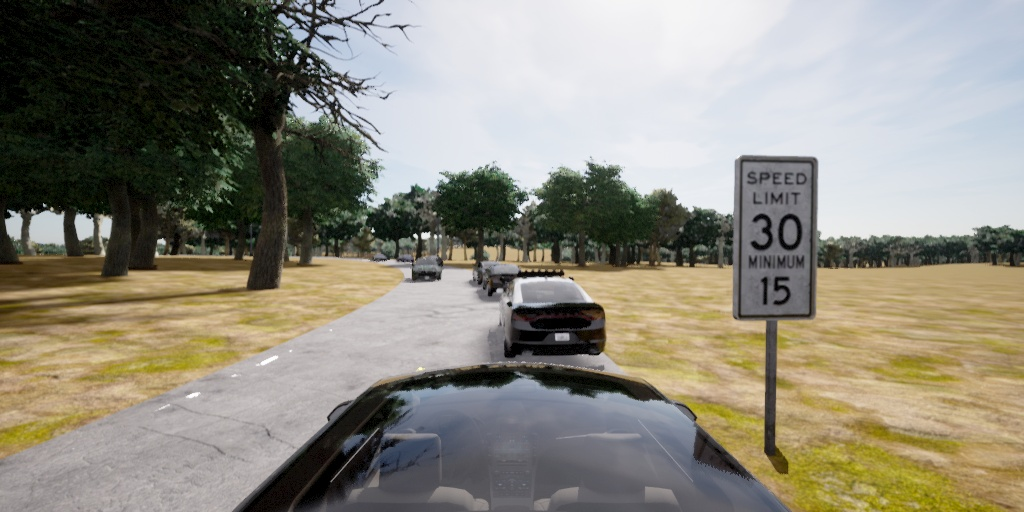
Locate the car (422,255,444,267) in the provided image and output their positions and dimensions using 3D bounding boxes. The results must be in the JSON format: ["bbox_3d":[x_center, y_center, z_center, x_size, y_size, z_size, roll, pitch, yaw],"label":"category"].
[{"bbox_3d":[-10.589,0.616,47.798,1.882,1.535,5.008,-1,1,-25],"label":"car"}]

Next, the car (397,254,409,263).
[{"bbox_3d":[-18.437,0.400,61.885,1.994,1.385,4.181,-1,1,-35],"label":"car"}]

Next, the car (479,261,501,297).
[{"bbox_3d":[-0.474,1.142,18.666,1.882,1.535,5.008,0,1,-9],"label":"car"}]

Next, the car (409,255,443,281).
[{"bbox_3d":[-6.492,0.914,27.196,2.097,1.767,4.553,0,1,-15],"label":"car"}]

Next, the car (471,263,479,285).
[{"bbox_3d":[-1.616,1.099,24.689,1.837,1.490,4.892,0,1,-12],"label":"car"}]

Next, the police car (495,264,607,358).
[{"bbox_3d":[0.675,1.154,8.626,1.930,1.638,5.238,0,0,-4],"label":"police car"}]
